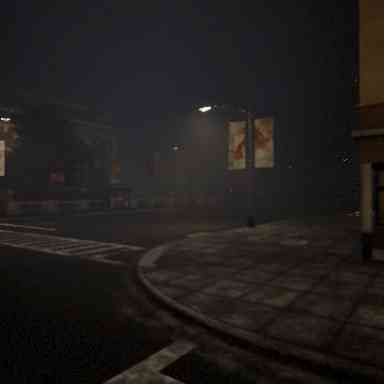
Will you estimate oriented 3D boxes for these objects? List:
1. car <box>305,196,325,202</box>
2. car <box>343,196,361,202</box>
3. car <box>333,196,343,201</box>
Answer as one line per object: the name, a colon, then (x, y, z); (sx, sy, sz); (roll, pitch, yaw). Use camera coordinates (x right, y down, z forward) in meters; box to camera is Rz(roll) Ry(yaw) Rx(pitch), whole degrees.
car: (29.688, 1.640, 81.229); (4.674, 1.452, 2.002); (0, 0, -35)
car: (39.080, 1.600, 79.090); (4.902, 1.511, 2.128); (0, 0, -27)
car: (37.989, 1.614, 82.446); (4.674, 1.442, 1.812); (0, 0, -27)
